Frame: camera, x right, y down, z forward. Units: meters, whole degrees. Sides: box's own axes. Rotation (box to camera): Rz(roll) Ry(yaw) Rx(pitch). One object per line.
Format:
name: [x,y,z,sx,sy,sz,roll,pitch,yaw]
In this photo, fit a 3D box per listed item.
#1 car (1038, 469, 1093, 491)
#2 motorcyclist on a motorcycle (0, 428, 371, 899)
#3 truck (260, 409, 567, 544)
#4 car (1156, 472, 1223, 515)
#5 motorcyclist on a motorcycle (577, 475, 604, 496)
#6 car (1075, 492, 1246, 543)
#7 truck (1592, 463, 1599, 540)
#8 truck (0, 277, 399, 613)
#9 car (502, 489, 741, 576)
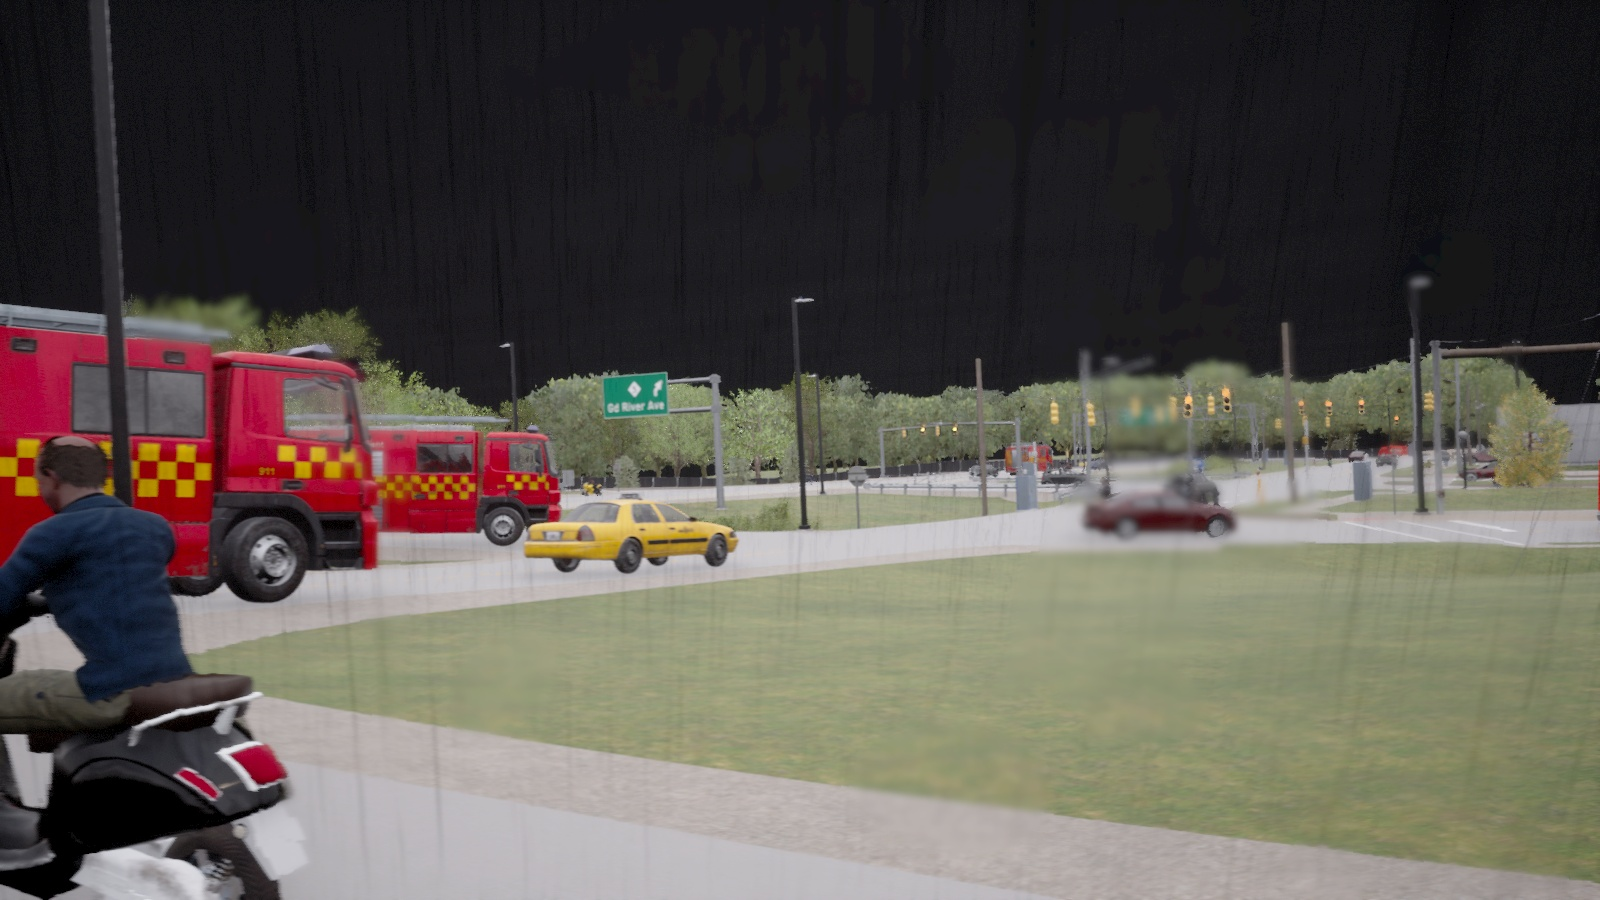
car: [20.318,2.319,95.981,3.705,1.549,1.789,-2,0,28]
motorcyclist on a motorcycle: [-2.417,0.732,3.993,1.817,1.590,0.866,1,0,18]
truck: [-11.347,0.804,37.732,8.468,3.827,2.891,1,0,-10]
car: [18.309,2.014,58.895,1.932,1.855,4.605,-2,-1,30]
motorcyclist on a motorcycle: [-16.362,2.762,98.020,0.797,1.523,2.044,-2,-1,38]
car: [11.727,2.180,41.048,5.008,1.535,1.882,0,1,-4]
truck: [28.191,1.661,39.243,5.204,2.467,2.627,0,1,5]
truck: [-9.709,0.018,15.827,2.891,3.827,8.468,-3,-4,43]
car: [-3.472,1.623,25.652,1.801,1.575,5.366,-2,-3,32]
